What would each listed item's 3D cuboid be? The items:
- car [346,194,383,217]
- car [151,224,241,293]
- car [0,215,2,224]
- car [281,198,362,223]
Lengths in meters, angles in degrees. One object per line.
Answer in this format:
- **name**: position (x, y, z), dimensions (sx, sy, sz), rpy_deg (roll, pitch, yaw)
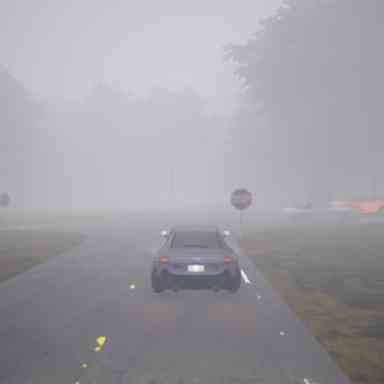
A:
- **car**: position (12.578, 0.968, 25.478), dimensions (4.553, 1.767, 2.097), rpy_deg (-1, 1, 0)
- **car**: position (0.096, 1.529, 8.830), dimensions (1.994, 1.385, 4.181), rpy_deg (0, 0, 0)
- **car**: position (-15.488, 1.570, 22.554), dimensions (4.553, 1.767, 2.097), rpy_deg (-1, 1, 1)
- **car**: position (8.660, 1.335, 22.734), dimensions (4.718, 1.301, 1.895), rpy_deg (-1, 1, -6)
